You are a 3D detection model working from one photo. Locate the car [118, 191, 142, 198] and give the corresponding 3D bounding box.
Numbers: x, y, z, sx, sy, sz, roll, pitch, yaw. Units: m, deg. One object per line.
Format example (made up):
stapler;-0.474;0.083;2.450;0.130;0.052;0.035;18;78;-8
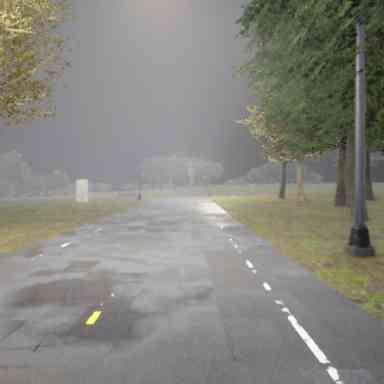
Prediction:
car;-12.783;0.515;68.754;4.902;1.511;2.128;-1;-1;0
